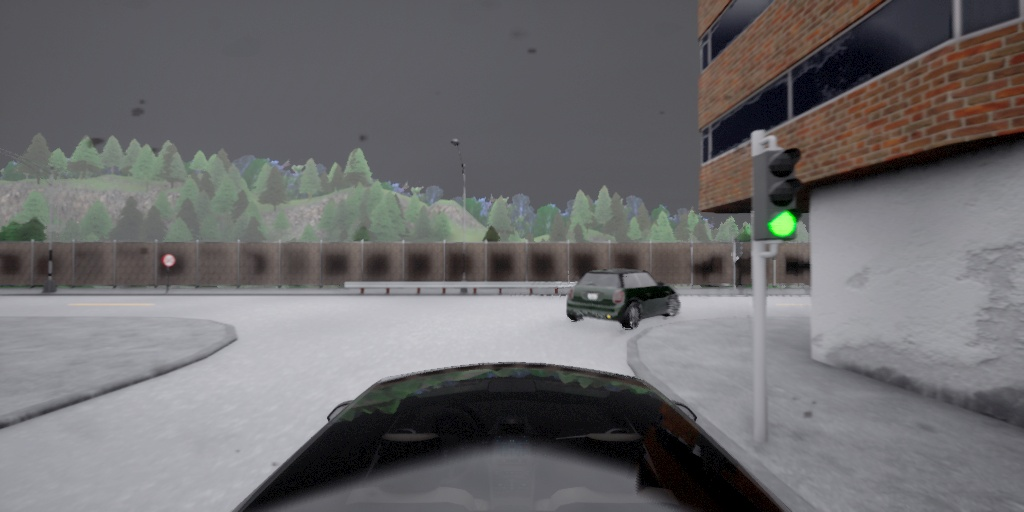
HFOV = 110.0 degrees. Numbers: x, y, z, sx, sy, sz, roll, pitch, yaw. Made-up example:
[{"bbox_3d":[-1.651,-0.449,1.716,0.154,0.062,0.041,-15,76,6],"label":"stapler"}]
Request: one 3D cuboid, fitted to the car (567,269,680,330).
[{"bbox_3d":[3.840,1.224,12.022,2.097,1.767,4.553,0,-1,44],"label":"car"}]
